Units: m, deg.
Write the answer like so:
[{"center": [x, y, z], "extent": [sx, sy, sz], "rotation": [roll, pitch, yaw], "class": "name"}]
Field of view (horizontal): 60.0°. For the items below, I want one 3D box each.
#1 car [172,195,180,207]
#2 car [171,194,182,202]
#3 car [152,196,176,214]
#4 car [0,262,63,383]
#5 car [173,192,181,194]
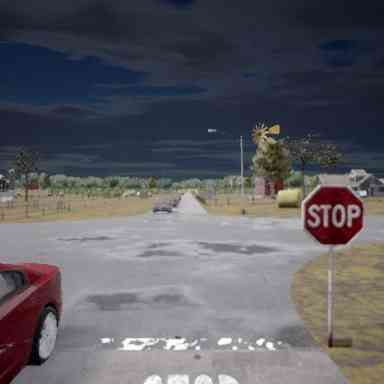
[{"center": [-3.169, 1.550, 47.596], "extent": [1.994, 1.385, 4.181], "rotation": [0, 0, 0], "class": "car"}, {"center": [-3.215, 1.502, 59.375], "extent": [1.837, 1.490, 4.892], "rotation": [0, 0, 0], "class": "car"}, {"center": [-3.091, 1.487, 35.853], "extent": [1.837, 1.490, 4.892], "rotation": [0, 0, 1], "class": "car"}, {"center": [-2.804, 1.474, 2.936], "extent": [1.882, 1.535, 5.008], "rotation": [0, 0, -1], "class": "car"}, {"center": [-3.326, 1.055, 73.807], "extent": [2.150, 2.045, 5.566], "rotation": [0, 0, -1], "class": "car"}]
